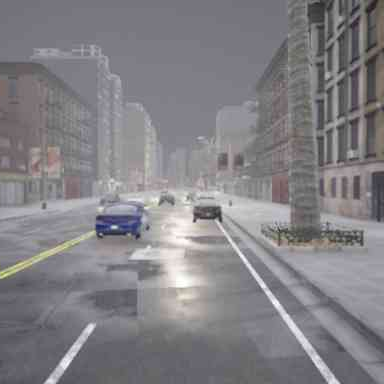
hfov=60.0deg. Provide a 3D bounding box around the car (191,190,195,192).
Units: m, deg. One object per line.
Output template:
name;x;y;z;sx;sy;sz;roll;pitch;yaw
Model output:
car;0.981;0.905;38.688;1.801;1.575;5.366;0;1;0

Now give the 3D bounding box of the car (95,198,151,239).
car;-3.147;1.250;15.944;1.882;1.535;5.008;0;1;0

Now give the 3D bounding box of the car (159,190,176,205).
car;-3.143;0.898;42.585;1.837;1.490;4.892;0;1;0

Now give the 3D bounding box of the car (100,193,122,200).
car;-9.817;0.930;40.533;1.837;1.490;4.892;0;0;0

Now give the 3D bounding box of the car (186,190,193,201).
car;0.014;0.729;57.022;1.994;1.385;4.181;0;1;0

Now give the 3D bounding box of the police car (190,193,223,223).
police car;0.979;1.103;22.609;1.930;1.638;5.238;0;1;0

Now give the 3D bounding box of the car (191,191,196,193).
car;0.981;0.990;32.689;1.801;1.575;5.366;0;1;0

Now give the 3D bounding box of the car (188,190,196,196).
car;0.013;0.270;79.051;1.895;1.301;4.718;0;1;0

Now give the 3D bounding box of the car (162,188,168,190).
car;-6.487;-0.087;79.529;1.837;1.490;4.892;0;1;0

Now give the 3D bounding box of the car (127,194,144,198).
car;-6.567;0.971;38.994;1.812;1.442;4.674;0;1;0
